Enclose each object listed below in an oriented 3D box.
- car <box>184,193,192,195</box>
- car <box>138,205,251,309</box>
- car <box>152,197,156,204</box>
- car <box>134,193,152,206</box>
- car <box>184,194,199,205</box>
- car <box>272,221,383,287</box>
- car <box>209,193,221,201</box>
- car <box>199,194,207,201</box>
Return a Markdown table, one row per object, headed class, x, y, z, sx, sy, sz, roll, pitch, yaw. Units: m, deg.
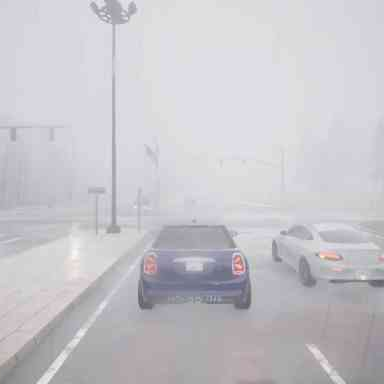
| class | x | y | z | sx | sy | sz | roll | pitch | yaw |
| --- | --- | --- | --- | --- | --- | --- | --- | --- | --- |
| car | -0.777 | 1.489 | 85.342 | 1.837 | 1.490 | 4.892 | 0 | 0 | -1 |
| car | 0.058 | 1.352 | 8.018 | 2.097 | 1.767 | 4.553 | 0 | 0 | 0 |
| car | -8.464 | 1.564 | 65.613 | 1.994 | 1.385 | 4.181 | 0 | 0 | 0 |
| car | -8.343 | 1.352 | 55.668 | 2.097 | 1.767 | 4.553 | 0 | 0 | -1 |
| car | -0.244 | 1.526 | 54.838 | 1.812 | 1.442 | 4.674 | 0 | 0 | -1 |
| car | 3.561 | 1.526 | 9.222 | 1.812 | 1.442 | 4.674 | 0 | 0 | 0 |
| car | 6.228 | 1.215 | 85.139 | 2.150 | 2.045 | 5.566 | 0 | 0 | -1 |
| car | 2.723 | 1.513 | 85.405 | 1.812 | 1.442 | 4.674 | 0 | 0 | -1 |
